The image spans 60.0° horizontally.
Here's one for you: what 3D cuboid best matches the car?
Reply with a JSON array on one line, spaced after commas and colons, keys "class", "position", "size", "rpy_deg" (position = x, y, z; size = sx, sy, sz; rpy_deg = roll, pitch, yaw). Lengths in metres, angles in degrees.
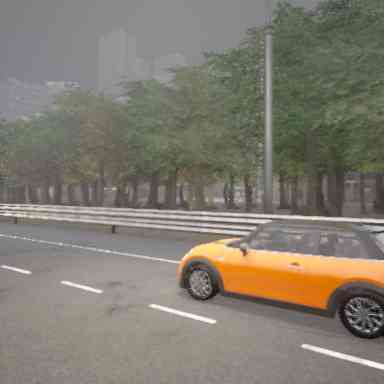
[{"class": "car", "position": [1.899, 1.352, 6.814], "size": [4.553, 1.767, 2.097], "rpy_deg": [0, 0, 35]}]
